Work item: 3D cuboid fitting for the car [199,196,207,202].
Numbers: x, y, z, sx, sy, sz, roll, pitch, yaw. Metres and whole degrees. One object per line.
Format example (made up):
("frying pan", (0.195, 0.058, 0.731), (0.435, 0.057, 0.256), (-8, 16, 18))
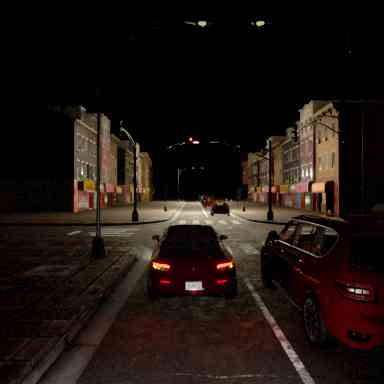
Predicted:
("car", (2.744, 1.781, 86.942), (1.947, 1.339, 4.313), (0, 0, 0))

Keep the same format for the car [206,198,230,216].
("car", (2.684, 1.583, 32.568), (1.887, 1.381, 4.507), (1, 0, 0))

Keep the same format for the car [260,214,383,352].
("car", (2.657, 1.318, 6.138), (2.192, 1.841, 5.009), (1, 0, 0))

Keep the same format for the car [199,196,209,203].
("car", (2.732, 1.720, 76.067), (2.008, 1.369, 4.403), (0, 0, 0))

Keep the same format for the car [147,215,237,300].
("car", (-0.041, 1.530, 8.291), (1.812, 1.442, 4.674), (0, 0, -2))

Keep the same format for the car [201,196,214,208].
("car", (2.702, 1.621, 48.880), (1.887, 1.381, 4.507), (1, 0, 0))

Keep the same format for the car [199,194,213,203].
("car", (2.710, 1.407, 54.318), (2.192, 1.841, 5.009), (1, 0, 0))

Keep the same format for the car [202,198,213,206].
("car", (2.714, 1.691, 59.755), (1.802, 1.307, 4.206), (0, 0, 0))

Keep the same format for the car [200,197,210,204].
("car", (2.726, 1.730, 70.629), (1.802, 1.307, 4.206), (0, 0, 0))

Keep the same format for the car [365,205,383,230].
("car", (13.566, 1.583, 20.717), (4.674, 1.442, 1.812), (0, -1, 0))
